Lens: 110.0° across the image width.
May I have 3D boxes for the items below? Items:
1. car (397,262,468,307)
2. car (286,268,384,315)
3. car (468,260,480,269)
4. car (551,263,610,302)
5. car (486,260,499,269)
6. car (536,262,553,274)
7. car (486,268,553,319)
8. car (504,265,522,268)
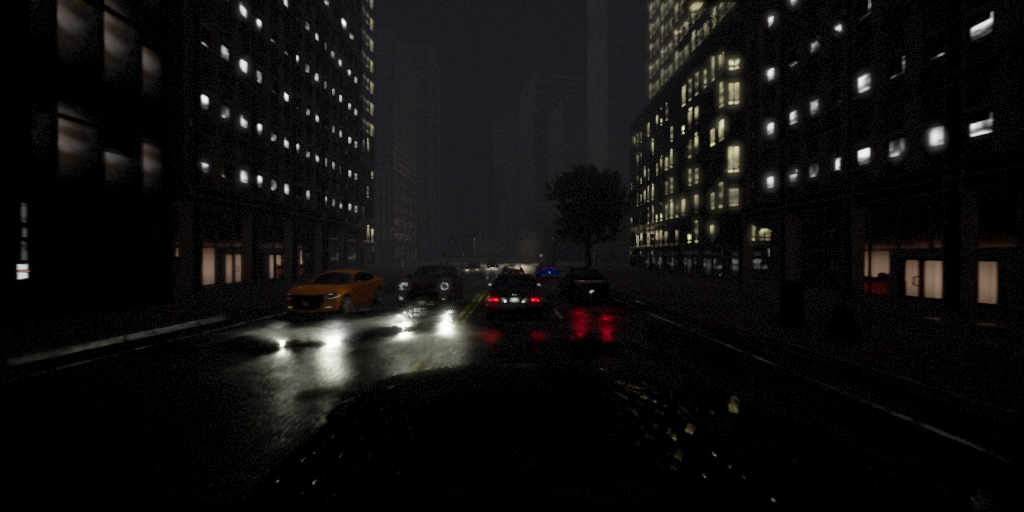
[{"bbox_3d":[-3.355,1.150,15.568,2.097,1.767,4.553,0,0,0],"label":"car"},{"bbox_3d":[-6.604,1.270,13.959,1.882,1.535,5.008,0,0,0],"label":"car"},{"bbox_3d":[-6.515,1.428,61.394,1.882,1.535,5.008,0,0,0],"label":"car"},{"bbox_3d":[3.341,1.296,17.457,2.128,1.511,4.902,0,0,0],"label":"car"},{"bbox_3d":[-3.265,1.450,61.394,1.837,1.490,4.892,0,0,0],"label":"car"},{"bbox_3d":[3.338,1.331,34.397,1.882,1.535,5.008,0,0,0],"label":"car"},{"bbox_3d":[0.084,1.337,12.969,2.033,1.411,5.357,0,0,0],"label":"car"},{"bbox_3d":[0.086,1.446,31.315,1.895,1.301,4.718,0,0,0],"label":"car"}]
